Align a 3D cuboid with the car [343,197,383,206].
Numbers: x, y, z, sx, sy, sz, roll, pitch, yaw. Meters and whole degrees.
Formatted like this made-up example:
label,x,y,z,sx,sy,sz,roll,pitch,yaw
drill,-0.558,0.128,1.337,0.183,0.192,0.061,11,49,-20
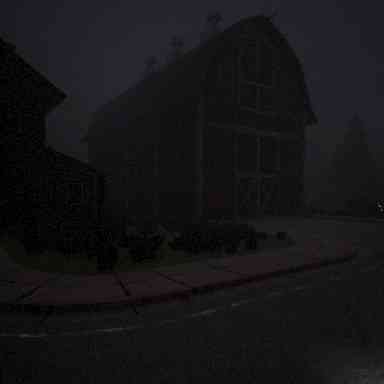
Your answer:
label,x,y,z,sx,sy,sz,roll,pitch,yaw
car,18.317,1.363,35.154,2.097,1.767,4.553,0,0,-34
